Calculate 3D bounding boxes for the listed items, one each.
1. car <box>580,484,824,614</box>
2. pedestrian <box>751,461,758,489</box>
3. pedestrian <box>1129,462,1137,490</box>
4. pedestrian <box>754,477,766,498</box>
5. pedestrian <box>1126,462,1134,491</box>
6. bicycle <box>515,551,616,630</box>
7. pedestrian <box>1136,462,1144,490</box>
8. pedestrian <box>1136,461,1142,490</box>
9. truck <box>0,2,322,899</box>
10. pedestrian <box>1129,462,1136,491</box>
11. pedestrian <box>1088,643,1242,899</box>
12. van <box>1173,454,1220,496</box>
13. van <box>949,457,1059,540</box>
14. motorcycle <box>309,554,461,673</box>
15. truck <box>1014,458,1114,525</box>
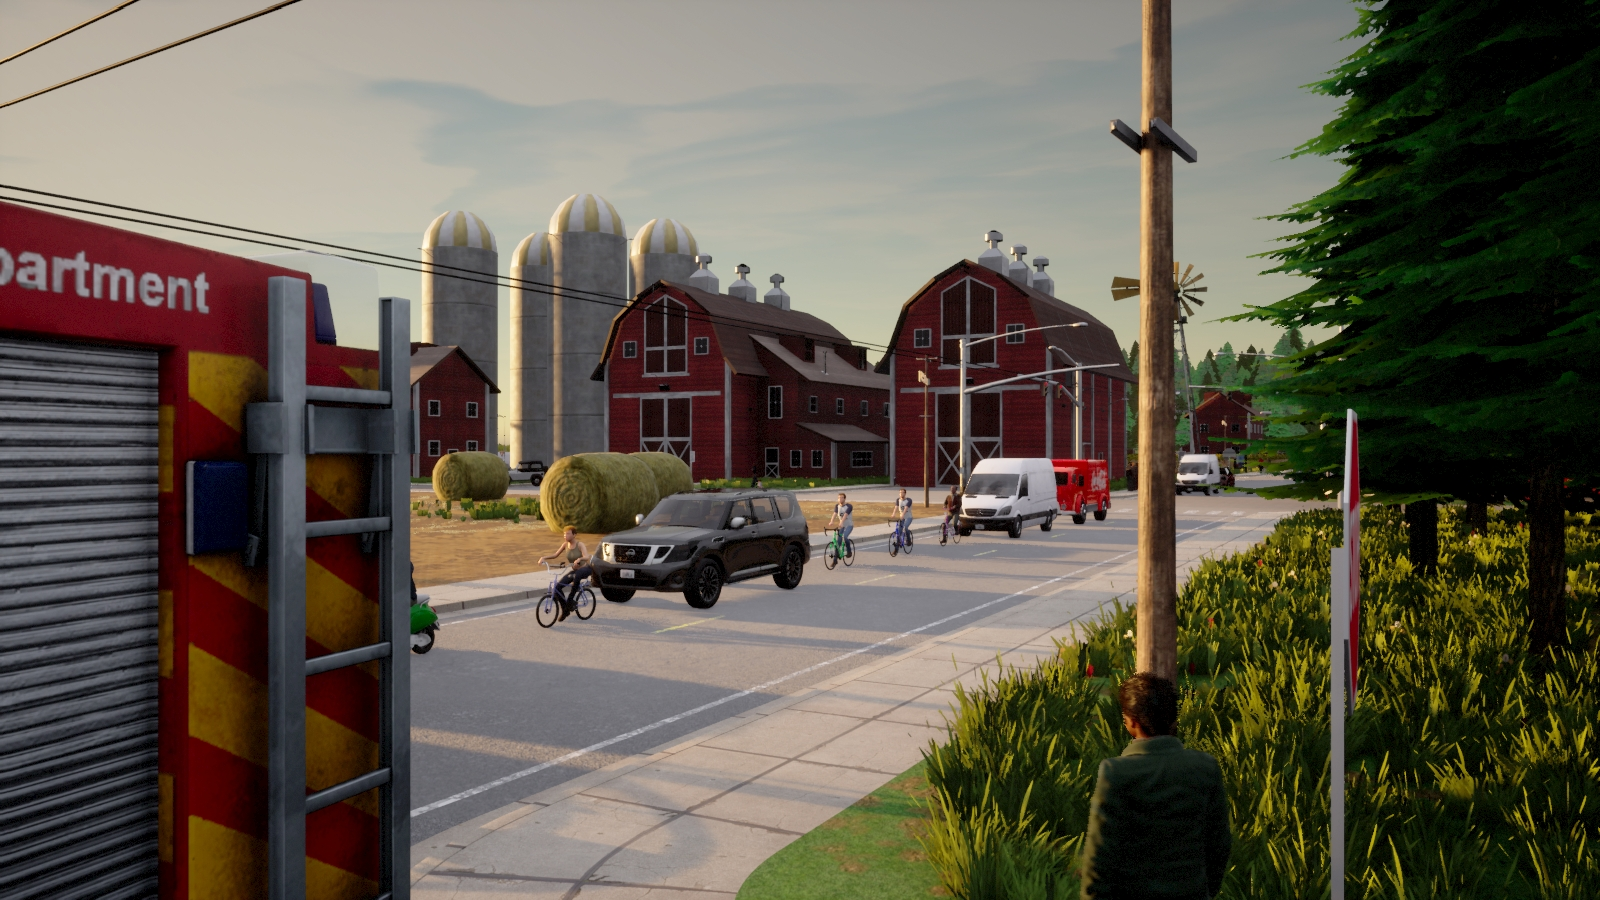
[{"bbox_3d":[-1.719,1.779,22.444,2.150,2.045,5.566,0,0,27],"label":"car"},{"bbox_3d":[-3.004,1.668,75.496,0.375,1.860,0.375,0,0,25],"label":"pedestrian"},{"bbox_3d":[21.785,1.694,74.728,0.375,1.860,0.375,0,0,33],"label":"pedestrian"},{"bbox_3d":[-2.183,2.051,62.634,0.500,1.100,0.500,0,0,25],"label":"pedestrian"},{"bbox_3d":[21.228,1.695,73.493,0.375,1.860,0.375,0,0,-16],"label":"pedestrian"},{"bbox_3d":[-3.791,2.256,18.598,0.859,1.080,1.487,0,0,28],"label":"bicycle"},{"bbox_3d":[22.347,1.696,75.072,0.375,1.860,0.375,0,0,-4],"label":"pedestrian"},{"bbox_3d":[22.478,1.694,75.799,0.375,1.860,0.375,0,0,9],"label":"pedestrian"},{"bbox_3d":[-6.001,0.867,3.758,8.468,3.827,2.891,0,0,20],"label":"truck"},{"bbox_3d":[21.577,1.696,74.139,0.375,1.860,0.375,0,0,30],"label":"pedestrian"},{"bbox_3d":[1.298,1.663,4.088,0.375,1.860,0.375,0,0,-21],"label":"pedestrian"},{"bbox_3d":[25.374,1.535,72.959,1.988,2.561,5.915,0,0,28],"label":"van"},{"bbox_3d":[7.076,1.534,38.957,1.988,2.561,5.915,0,0,28],"label":"van"},{"bbox_3d":[-5.529,2.142,15.328,0.856,1.316,1.805,0,0,28],"label":"motorcycle"},{"bbox_3d":[10.571,1.568,45.380,2.627,2.467,5.204,0,0,28],"label":"truck"}]
